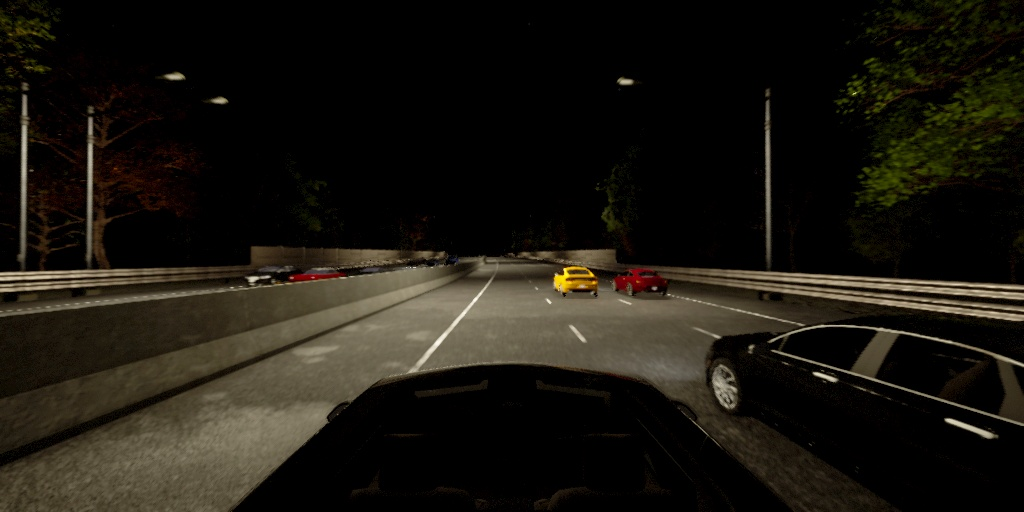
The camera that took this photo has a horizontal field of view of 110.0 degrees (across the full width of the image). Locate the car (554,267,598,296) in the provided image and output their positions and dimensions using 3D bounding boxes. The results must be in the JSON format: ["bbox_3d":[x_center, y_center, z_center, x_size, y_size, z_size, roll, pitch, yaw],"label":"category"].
[{"bbox_3d":[3.544,1.391,20.574,1.882,1.535,5.008,0,0,0],"label":"car"}]

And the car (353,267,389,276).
[{"bbox_3d":[-10.715,1.530,27.729,1.994,1.385,4.181,0,0,-1],"label":"car"}]

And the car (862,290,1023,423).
[{"bbox_3d":[7.100,1.295,3.995,1.812,1.442,4.674,0,0,0],"label":"car"}]

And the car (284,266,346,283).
[{"bbox_3d":[-14.202,1.559,26.398,1.895,1.301,4.718,0,0,-1],"label":"car"}]

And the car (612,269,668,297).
[{"bbox_3d":[7.048,1.434,20.061,1.812,1.442,4.674,0,0,0],"label":"car"}]

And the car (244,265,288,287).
[{"bbox_3d":[-17.707,1.452,26.894,2.128,1.511,4.902,0,0,-1],"label":"car"}]

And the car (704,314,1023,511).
[{"bbox_3d":[3.600,1.267,3.084,1.837,1.490,4.892,0,-1,0],"label":"car"}]
